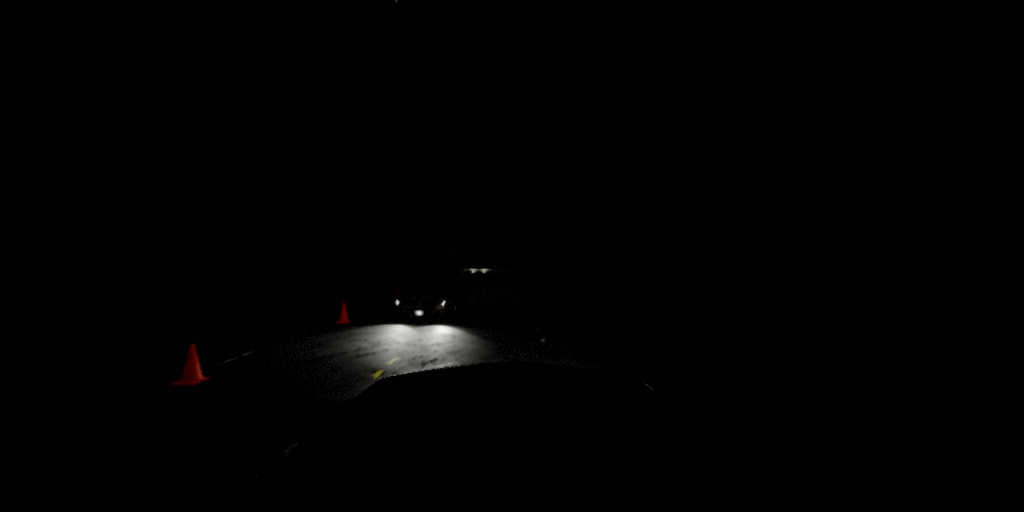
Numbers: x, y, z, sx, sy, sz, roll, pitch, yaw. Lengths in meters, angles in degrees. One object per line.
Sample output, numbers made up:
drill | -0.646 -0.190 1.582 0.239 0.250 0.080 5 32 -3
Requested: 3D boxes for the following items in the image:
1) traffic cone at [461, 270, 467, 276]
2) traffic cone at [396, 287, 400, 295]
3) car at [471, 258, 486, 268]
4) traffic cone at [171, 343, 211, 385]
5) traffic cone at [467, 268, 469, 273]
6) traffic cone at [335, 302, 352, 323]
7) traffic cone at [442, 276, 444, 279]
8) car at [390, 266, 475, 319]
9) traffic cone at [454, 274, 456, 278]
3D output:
traffic cone | -4.916 1.662 35.533 0.340 0.580 0.340 0 0 0
traffic cone | -4.940 1.649 15.543 0.340 0.580 0.340 0 0 0
car | -5.248 1.033 55.221 1.882 1.535 5.008 1 1 -9
traffic cone | -4.952 1.643 5.544 0.340 0.580 0.340 0 0 0
traffic cone | -5.022 1.652 40.429 0.340 0.580 0.340 0 0 -2
traffic cone | -4.946 1.646 10.543 0.340 0.580 0.340 0 0 0
traffic cone | -4.927 1.655 25.544 0.340 0.580 0.340 0 0 0
car | -2.682 1.274 13.057 2.033 1.411 5.357 1 0 0
traffic cone | -4.921 1.659 30.543 0.340 0.580 0.340 0 0 0
